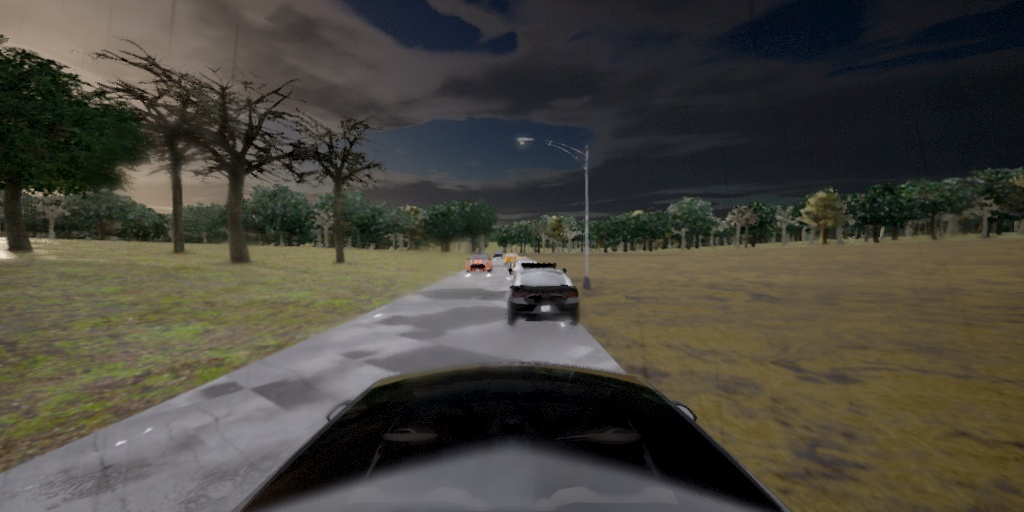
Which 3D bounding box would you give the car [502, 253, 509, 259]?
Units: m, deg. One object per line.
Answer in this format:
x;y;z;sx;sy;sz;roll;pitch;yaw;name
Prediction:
0.029;0.340;49.683;1.882;1.535;5.008;0;1;0;car

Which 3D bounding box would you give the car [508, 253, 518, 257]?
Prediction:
0.825;0.751;27.272;1.801;1.575;5.366;0;1;0;car

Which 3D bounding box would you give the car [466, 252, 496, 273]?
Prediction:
-2.837;0.559;31.981;2.097;1.767;4.553;0;1;0;car

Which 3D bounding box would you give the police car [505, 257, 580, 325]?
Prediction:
0.825;1.011;11.193;1.930;1.638;5.238;0;1;0;police car
